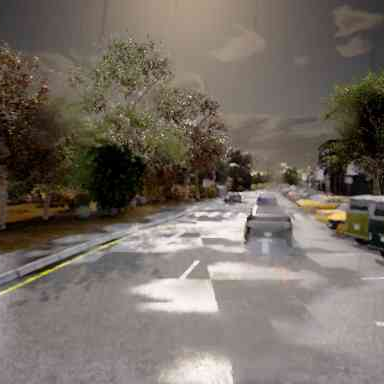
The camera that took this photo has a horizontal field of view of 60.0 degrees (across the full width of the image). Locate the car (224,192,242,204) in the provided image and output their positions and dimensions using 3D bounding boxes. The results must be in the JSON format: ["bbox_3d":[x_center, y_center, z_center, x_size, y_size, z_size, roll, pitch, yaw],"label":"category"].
[{"bbox_3d":[5.179,0.719,41.443,1.994,1.385,4.181,1,2,13],"label":"car"}]

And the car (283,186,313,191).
[{"bbox_3d":[16.216,0.408,48.151,4.553,1.767,2.185,1,2,-7],"label":"car"}]

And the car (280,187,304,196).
[{"bbox_3d":[21.508,-0.161,71.560,4.553,1.767,2.185,1,1,-7],"label":"car"}]

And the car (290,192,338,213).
[{"bbox_3d":[11.373,1.060,27.645,5.366,1.575,1.946,1,2,-7],"label":"car"}]

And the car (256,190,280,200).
[{"bbox_3d":[7.206,0.907,32.050,1.882,1.535,5.008,1,2,13],"label":"car"}]

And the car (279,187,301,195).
[{"bbox_3d":[23.578,-0.358,80.336,4.553,1.767,2.185,1,2,-7],"label":"car"}]

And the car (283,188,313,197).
[{"bbox_3d":[15.485,0.636,45.225,4.792,1.488,2.163,1,2,-7],"label":"car"}]

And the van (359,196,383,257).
[{"bbox_3d":[7.822,1.186,10.096,4.442,1.987,1.878,1,1,-8],"label":"van"}]

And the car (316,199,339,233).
[{"bbox_3d":[8.974,1.334,15.936,5.008,1.535,2.097,1,2,-8],"label":"car"}]

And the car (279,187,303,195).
[{"bbox_3d":[22.177,-0.228,74.485,4.553,1.767,2.185,1,1,-7],"label":"car"}]

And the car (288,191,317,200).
[{"bbox_3d":[12.028,0.983,30.573,5.366,1.575,1.946,1,2,-7],"label":"car"}]

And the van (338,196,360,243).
[{"bbox_3d":[8.455,1.148,13.029,4.442,1.987,1.878,1,1,-8],"label":"van"}]

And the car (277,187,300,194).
[{"bbox_3d":[24.202,-0.299,83.276,5.008,1.535,2.097,1,1,-7],"label":"car"}]

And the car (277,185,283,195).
[{"bbox_3d":[18.174,0.063,56.905,5.566,2.045,2.435,1,2,-7],"label":"car"}]

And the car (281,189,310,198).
[{"bbox_3d":[19.497,0.201,62.778,4.792,1.488,2.163,1,2,-7],"label":"car"}]

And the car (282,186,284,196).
[{"bbox_3d":[16.884,0.334,51.076,4.553,1.767,2.185,1,2,-7],"label":"car"}]

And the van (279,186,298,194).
[{"bbox_3d":[24.993,-0.588,86.213,4.442,1.987,1.878,1,1,-7],"label":"van"}]

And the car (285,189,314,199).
[{"bbox_3d":[14.852,0.723,42.302,4.674,1.452,2.002,1,2,-7],"label":"car"}]

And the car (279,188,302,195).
[{"bbox_3d":[22.876,-0.128,77.415,4.674,1.452,2.002,1,2,-7],"label":"car"}]

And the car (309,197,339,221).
[{"bbox_3d":[9.787,1.288,18.898,5.366,1.575,1.946,1,1,-8],"label":"car"}]

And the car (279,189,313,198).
[{"bbox_3d":[18.673,0.236,59.830,5.366,1.575,1.946,1,2,-7],"label":"car"}]

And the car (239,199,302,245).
[{"bbox_3d":[3.309,1.307,14.529,2.128,1.511,4.902,1,1,12],"label":"car"}]
